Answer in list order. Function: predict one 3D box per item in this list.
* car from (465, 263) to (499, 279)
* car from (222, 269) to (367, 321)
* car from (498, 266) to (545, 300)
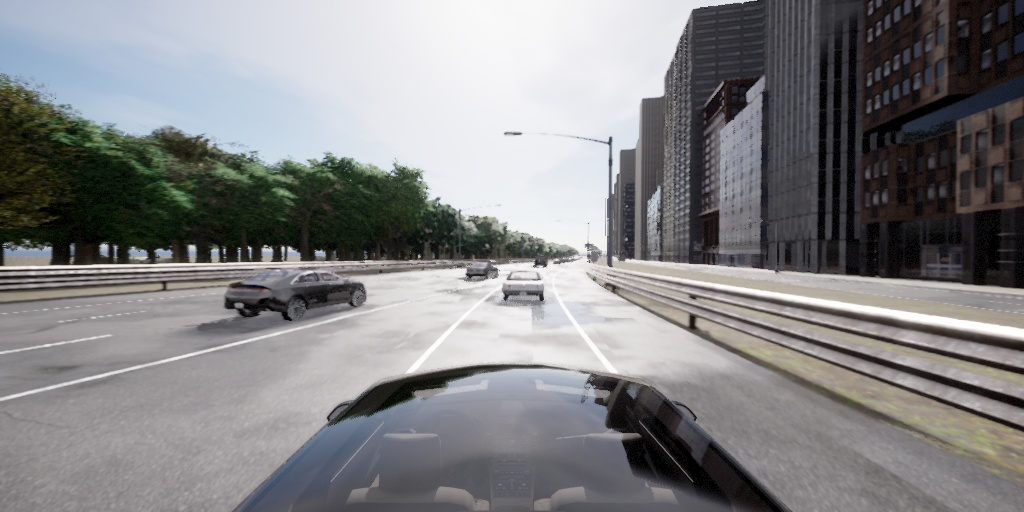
[{"bbox_3d":[-2.588,1.313,32.271,2.033,1.411,5.357,0,0,12],"label":"car"},{"bbox_3d":[-6.952,1.172,12.204,2.128,1.511,4.902,1,0,13],"label":"car"},{"bbox_3d":[0.635,1.367,17.785,1.895,1.301,4.718,0,0,4],"label":"car"}]
